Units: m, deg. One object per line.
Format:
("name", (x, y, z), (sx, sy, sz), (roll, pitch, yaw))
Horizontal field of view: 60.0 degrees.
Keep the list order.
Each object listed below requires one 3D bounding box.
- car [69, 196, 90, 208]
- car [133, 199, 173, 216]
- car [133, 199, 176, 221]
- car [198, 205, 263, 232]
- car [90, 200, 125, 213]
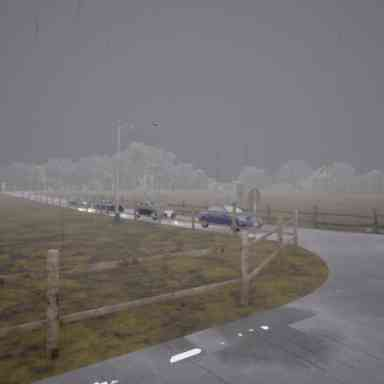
("car", (-14.916, 1.248, 44.064), (2.128, 1.511, 4.902), (1, 0, -35))
("car", (-4.104, 1.528, 34.067), (1.837, 1.490, 4.892), (1, 0, -36))
("car", (-3.175, 1.491, 27.754), (2.128, 1.511, 4.902), (1, -1, -36))
("car", (2.203, 1.526, 20.263), (1.812, 1.442, 4.674), (1, -1, -35))
("car", (-8.972, 1.521, 35.775), (1.895, 1.301, 4.718), (1, 0, -36))
